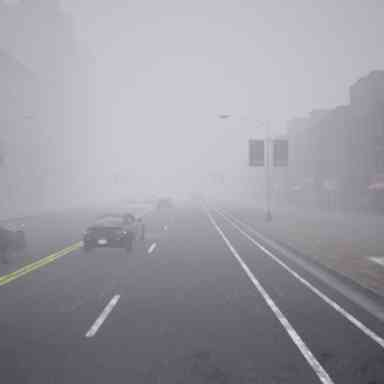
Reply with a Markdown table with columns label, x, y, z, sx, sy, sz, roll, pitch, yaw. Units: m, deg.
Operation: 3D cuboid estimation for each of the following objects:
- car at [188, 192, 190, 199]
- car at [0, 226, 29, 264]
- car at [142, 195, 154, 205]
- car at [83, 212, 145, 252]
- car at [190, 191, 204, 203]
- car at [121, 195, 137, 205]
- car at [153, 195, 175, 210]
| label | x | y | z | sx | sy | sz | roll | pitch | yaw |
| --- | --- | --- | --- | --- | --- | --- | --- | --- | --- |
| car | -0.057 | 0.809 | 79.468 | 1.837 | 1.490 | 4.892 | 0 | 1 | 0 |
| car | -6.607 | 1.588 | 9.251 | 2.033 | 1.411 | 5.357 | 0 | 0 | 0 |
| car | -6.599 | 1.217 | 52.224 | 1.837 | 1.490 | 4.892 | 0 | 1 | 0 |
| car | -3.161 | 1.565 | 14.035 | 1.812 | 1.442 | 4.674 | 0 | 0 | 0 |
| car | 1.093 | 0.975 | 60.634 | 2.097 | 1.767 | 4.553 | 0 | 1 | 0 |
| car | -9.849 | 1.192 | 52.121 | 1.882 | 1.535 | 5.008 | 0 | 1 | 0 |
| car | -3.178 | 1.345 | 39.452 | 1.837 | 1.490 | 4.892 | 0 | 1 | 0 |
